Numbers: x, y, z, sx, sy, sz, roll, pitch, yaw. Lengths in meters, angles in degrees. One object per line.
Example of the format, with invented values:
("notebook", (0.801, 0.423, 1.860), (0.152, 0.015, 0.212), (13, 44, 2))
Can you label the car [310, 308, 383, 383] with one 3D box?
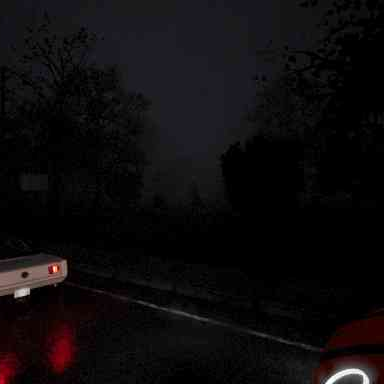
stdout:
("car", (3.029, 1.352, 1.867), (4.553, 1.767, 2.097), (0, 0, 35))

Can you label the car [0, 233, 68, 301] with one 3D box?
("car", (-4.995, 1.601, 7.542), (4.718, 1.301, 1.895), (0, 0, 35))
